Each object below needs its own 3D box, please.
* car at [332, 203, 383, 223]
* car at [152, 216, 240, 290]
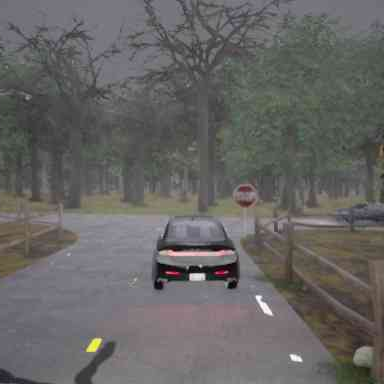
[{"bbox_3d":[12.634,1.505,24.113,4.674,1.442,1.812,1,1,-2],"label":"car"},{"bbox_3d":[0.028,1.362,8.702,2.128,1.511,4.902,0,1,-2],"label":"car"}]
